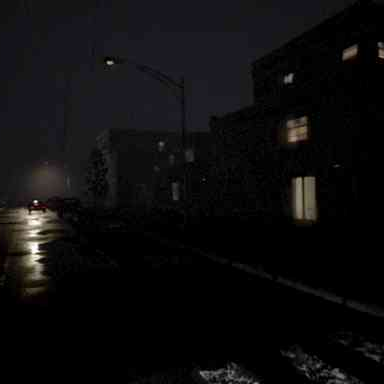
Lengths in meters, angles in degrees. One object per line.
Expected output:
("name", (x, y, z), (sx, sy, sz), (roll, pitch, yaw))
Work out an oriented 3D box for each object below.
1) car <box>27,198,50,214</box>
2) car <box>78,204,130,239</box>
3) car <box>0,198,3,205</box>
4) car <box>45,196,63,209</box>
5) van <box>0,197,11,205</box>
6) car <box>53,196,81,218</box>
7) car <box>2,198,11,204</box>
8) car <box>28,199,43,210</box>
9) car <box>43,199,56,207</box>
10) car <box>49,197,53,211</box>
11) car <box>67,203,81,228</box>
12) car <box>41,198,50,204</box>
("car", (-18.686, 1.812, 40.164), (2.033, 1.411, 5.357), (-1, 0, -27))
("car", (-4.603, 1.558, 17.474), (1.752, 1.417, 4.829), (-1, 0, -26))
("car", (-29.193, 2.023, 48.372), (1.947, 1.339, 4.313), (-1, 0, -26))
("car", (-21.682, 1.619, 52.078), (2.192, 1.841, 5.009), (-1, 0, -26))
("van", (-41.447, 2.006, 73.198), (1.690, 1.788, 3.998), (-1, 0, -26))
("car", (-11.882, 1.460, 32.217), (2.192, 1.841, 5.009), (-1, 0, -26))
("car", (-46.269, 2.275, 82.976), (1.752, 1.417, 4.829), (-1, 0, -26))
("car", (-23.391, 1.846, 49.694), (1.837, 1.490, 4.892), (-1, 0, -26))
("car", (-26.579, 1.952, 62.009), (1.947, 1.339, 4.313), (-1, 0, -26))
("car", (-16.854, 1.750, 42.300), (1.752, 1.417, 4.829), (-1, 0, -26))
("car", (-6.977, 1.651, 22.287), (1.802, 1.307, 4.206), (-1, 0, -26))
("car", (-33.928, 2.093, 76.905), (1.802, 1.307, 4.206), (-1, 0, -26))
